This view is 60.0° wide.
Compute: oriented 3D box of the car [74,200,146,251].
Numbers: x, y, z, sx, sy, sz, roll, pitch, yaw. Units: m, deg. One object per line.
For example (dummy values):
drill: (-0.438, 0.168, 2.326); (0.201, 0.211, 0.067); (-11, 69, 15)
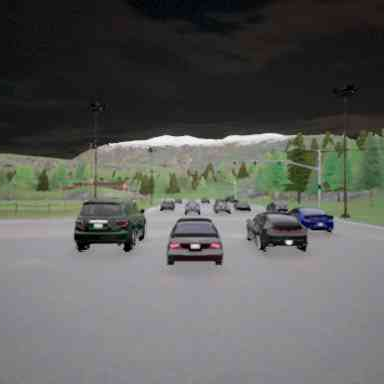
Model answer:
car: (-3.410, 1.343, 14.780); (2.150, 2.045, 5.566); (0, 0, 0)

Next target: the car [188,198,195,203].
car: (-0.064, 2.300, 91.905); (1.994, 1.385, 4.181); (0, 0, 0)

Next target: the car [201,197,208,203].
car: (3.436, 2.246, 91.728); (1.837, 1.490, 4.892); (0, 0, 0)

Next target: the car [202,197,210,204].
car: (3.442, 2.195, 82.505); (1.812, 1.442, 4.674); (0, 0, 0)

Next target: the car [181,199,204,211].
car: (0.072, 1.878, 40.657); (2.033, 1.411, 5.357); (0, 0, 0)

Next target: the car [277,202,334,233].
car: (7.084, 1.648, 20.791); (1.882, 1.535, 5.008); (0, 0, 0)

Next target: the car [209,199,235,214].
car: (3.572, 1.879, 40.725); (2.033, 1.411, 5.357); (0, 0, 0)

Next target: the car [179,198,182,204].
car: (-3.558, 2.198, 82.713); (2.128, 1.511, 4.902); (0, 0, 0)

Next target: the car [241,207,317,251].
car: (3.590, 1.626, 14.725); (1.837, 1.490, 4.892); (0, 0, 0)

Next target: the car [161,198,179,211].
car: (-3.432, 1.881, 47.902); (2.128, 1.511, 4.902); (0, 0, 0)

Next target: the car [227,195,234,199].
car: (10.443, 2.158, 80.939); (1.837, 1.490, 4.892); (0, 0, 0)

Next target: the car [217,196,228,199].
car: (6.942, 2.194, 82.225); (2.128, 1.511, 4.902); (0, 0, 0)

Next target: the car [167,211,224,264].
car: (0.090, 1.647, 12.170); (2.033, 1.411, 5.357); (0, 0, 0)

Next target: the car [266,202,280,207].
car: (10.572, 1.884, 41.380); (2.033, 1.411, 5.357); (0, 0, 0)

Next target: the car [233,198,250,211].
car: (7.066, 1.950, 47.440); (1.994, 1.385, 4.181); (0, 0, 0)
